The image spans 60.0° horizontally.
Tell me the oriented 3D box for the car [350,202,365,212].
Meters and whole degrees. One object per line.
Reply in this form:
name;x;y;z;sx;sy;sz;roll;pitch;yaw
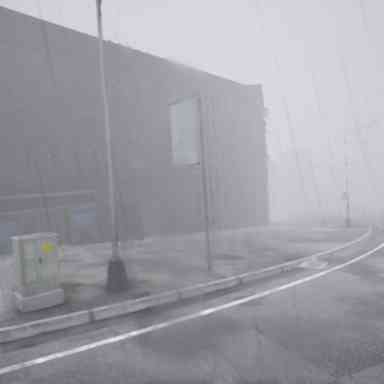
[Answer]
car;29.997;2.644;60.274;2.097;1.767;4.553;-2;-2;33
